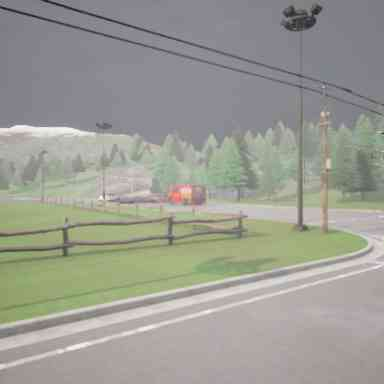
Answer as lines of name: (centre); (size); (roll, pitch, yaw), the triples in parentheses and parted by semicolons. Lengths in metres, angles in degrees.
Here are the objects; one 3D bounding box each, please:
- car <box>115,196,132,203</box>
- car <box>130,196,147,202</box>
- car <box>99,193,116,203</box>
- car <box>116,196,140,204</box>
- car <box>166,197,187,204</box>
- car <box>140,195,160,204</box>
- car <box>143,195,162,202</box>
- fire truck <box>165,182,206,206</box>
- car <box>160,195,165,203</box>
car: (-14.757, 1.537, 71.430); (1.895, 1.301, 4.718); (0, 0, -35)
car: (-11.877, 1.491, 73.418); (1.994, 1.385, 4.181); (0, 0, -35)
car: (-17.620, 1.170, 69.416); (2.150, 2.045, 5.566); (0, 0, -35)
car: (-11.816, 1.561, 61.166); (1.994, 1.385, 4.181); (0, 0, -35)
car: (-3.171, 1.596, 67.126); (1.895, 1.301, 4.718); (0, 0, -35)
car: (-8.718, 1.543, 62.846); (2.033, 1.411, 5.357); (0, 0, -35)
car: (-9.014, 1.478, 75.432); (2.033, 1.411, 5.357); (0, 0, -35)
fire truck: (-1.007, 0.333, 56.167); (2.891, 3.827, 8.468); (0, 0, -31)
car: (-6.951, 1.348, 66.416); (2.097, 1.767, 4.553); (0, 0, -35)
